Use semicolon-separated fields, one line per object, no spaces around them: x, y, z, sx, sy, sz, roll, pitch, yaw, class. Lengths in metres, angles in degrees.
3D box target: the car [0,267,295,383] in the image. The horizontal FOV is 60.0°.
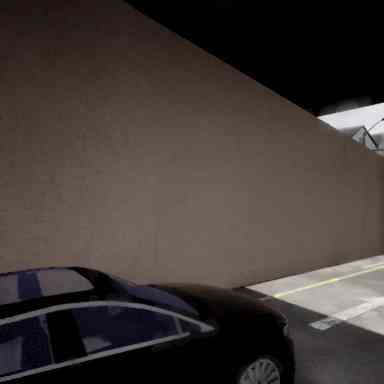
-1.104;1.492;3.022;4.902;1.511;2.128;0;0;-35;car
